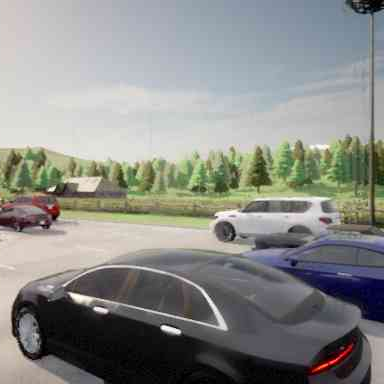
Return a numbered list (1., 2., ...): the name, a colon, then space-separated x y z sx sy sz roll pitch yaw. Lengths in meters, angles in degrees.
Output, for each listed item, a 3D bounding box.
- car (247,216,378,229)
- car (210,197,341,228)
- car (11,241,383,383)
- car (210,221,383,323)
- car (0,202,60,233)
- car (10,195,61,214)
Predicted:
1. car: 4.165 1.601 9.622 4.718 1.301 1.895 0 0 36
2. car: 3.472 1.223 14.419 5.566 2.045 2.150 0 0 36
3. car: -0.456 1.506 4.321 4.892 1.490 1.837 0 0 36
4. car: 2.784 1.526 6.308 4.674 1.442 1.812 0 0 36
5. car: -10.219 1.533 19.882 4.674 1.442 1.812 0 0 35
6. car: -12.539 1.230 25.860 5.566 2.045 2.150 0 0 36
